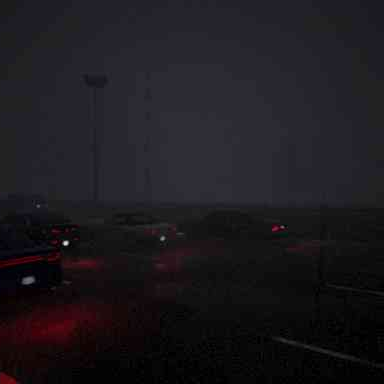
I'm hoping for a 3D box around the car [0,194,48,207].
[{"bbox_3d":[-13.784,1.184,26.710,5.566,2.045,2.150,0,0,36],"label":"car"}]

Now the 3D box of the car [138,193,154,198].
[{"bbox_3d":[-12.739,1.121,92.336,4.605,1.855,1.932,0,0,35],"label":"car"}]

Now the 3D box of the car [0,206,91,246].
[{"bbox_3d":[-6.276,1.487,12.757,4.892,1.490,1.837,0,0,36],"label":"car"}]

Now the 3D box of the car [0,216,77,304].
[{"bbox_3d":[-5.004,1.466,7.541,5.008,1.535,1.882,0,0,36],"label":"car"}]

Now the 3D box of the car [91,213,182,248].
[{"bbox_3d":[-2.982,1.586,14.706,4.718,1.301,1.895,0,0,36],"label":"car"}]

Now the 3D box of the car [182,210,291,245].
[{"bbox_3d":[1.802,1.538,15.581,5.357,1.411,2.033,0,0,36],"label":"car"}]
